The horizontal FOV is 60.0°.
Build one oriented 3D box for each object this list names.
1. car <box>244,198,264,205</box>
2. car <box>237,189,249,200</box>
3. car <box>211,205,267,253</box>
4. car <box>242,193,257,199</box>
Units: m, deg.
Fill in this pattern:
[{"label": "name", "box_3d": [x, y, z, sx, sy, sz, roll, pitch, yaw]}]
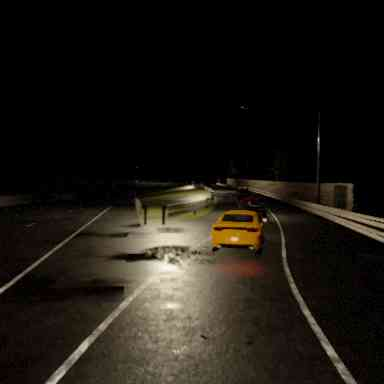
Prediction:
[{"label": "car", "box_3d": [6.095, 1.659, 31.777, 1.837, 1.490, 4.892, 1, 1, 11]}, {"label": "car", "box_3d": [9.946, 0.381, 64.463, 2.150, 2.045, 5.566, 1, 3, 3]}, {"label": "car", "box_3d": [2.075, 1.520, 13.992, 1.882, 1.535, 5.008, 1, 0, 14]}, {"label": "car", "box_3d": [8.566, 1.348, 47.823, 1.882, 1.535, 5.008, 1, 2, 7]}]
